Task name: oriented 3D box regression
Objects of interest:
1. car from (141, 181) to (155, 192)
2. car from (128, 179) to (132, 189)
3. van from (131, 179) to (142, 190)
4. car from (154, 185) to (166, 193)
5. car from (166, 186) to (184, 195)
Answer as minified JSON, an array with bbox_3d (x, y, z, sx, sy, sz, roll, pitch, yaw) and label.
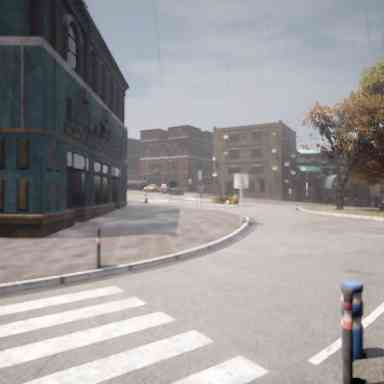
[{"bbox_3d":[-7.931,-0.826,67.184,1.946,1.575,5.366,6,2,12],"label":"car"},{"bbox_3d":[-13.022,-1.663,70.529,2.435,2.045,5.566,6,2,12],"label":"car"},{"bbox_3d":[-10.428,-1.347,69.073,1.878,1.987,4.442,5,2,12],"label":"van"},{"bbox_3d":[-5.323,-0.493,65.769,2.002,1.452,4.674,6,2,12],"label":"car"},{"bbox_3d":[-2.753,-0.238,64.160,2.231,1.521,4.892,5,2,12],"label":"car"}]
